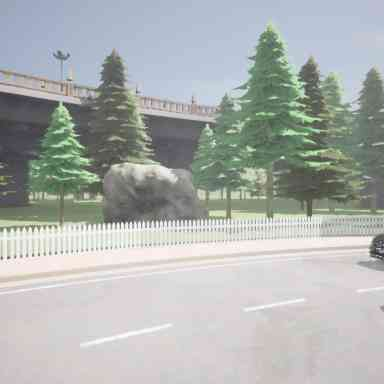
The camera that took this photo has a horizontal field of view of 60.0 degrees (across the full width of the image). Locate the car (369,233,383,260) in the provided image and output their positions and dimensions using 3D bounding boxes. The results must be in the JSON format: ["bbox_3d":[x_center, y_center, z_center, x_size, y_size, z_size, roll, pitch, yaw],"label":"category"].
[{"bbox_3d":[7.953,1.505,10.315,4.892,1.490,1.837,0,-1,-12],"label":"car"}]
